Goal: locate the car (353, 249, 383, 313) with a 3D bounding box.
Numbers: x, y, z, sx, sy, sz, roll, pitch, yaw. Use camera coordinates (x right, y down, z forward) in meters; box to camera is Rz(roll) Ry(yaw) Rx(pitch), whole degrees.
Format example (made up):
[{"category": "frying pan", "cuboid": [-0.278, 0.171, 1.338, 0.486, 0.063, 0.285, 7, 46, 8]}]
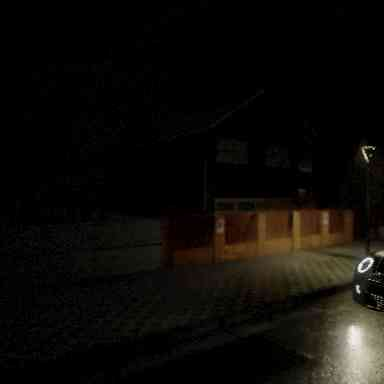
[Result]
[{"category": "car", "cuboid": [5.338, 1.429, 6.886, 4.553, 1.767, 2.097, 1, 0, -36]}]
